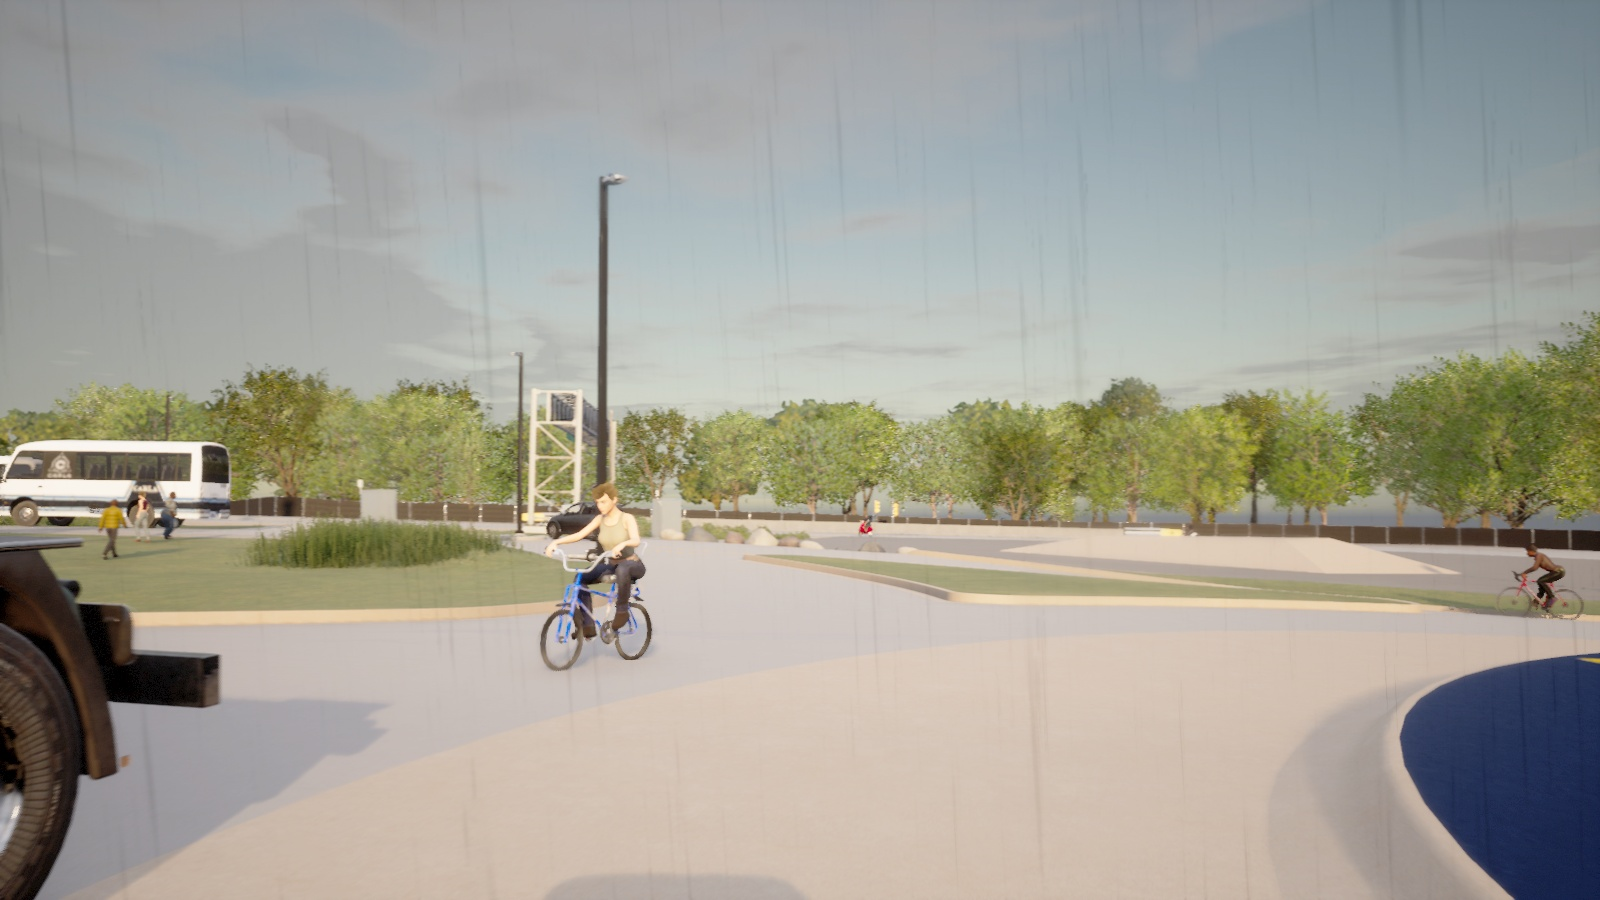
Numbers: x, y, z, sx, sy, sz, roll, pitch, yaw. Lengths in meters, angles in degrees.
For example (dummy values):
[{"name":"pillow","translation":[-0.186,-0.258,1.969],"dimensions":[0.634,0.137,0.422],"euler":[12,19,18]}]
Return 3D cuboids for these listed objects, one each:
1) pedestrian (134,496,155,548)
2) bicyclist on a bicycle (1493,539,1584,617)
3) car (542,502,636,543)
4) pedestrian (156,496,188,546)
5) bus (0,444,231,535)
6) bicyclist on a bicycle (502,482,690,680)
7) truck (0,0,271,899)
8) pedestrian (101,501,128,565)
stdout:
[{"name":"pedestrian","translation":[-23.231,2.557,44.503],"dimensions":[0.594,1.836,0.345],"euler":[-2,-3,19]},{"name":"bicyclist on a bicycle","translation":[16.188,2.785,27.532],"dimensions":[1.656,1.620,0.582],"euler":[-1,-7,37]},{"name":"car","translation":[-8.811,3.004,52.336],"dimensions":[3.988,1.617,1.851],"euler":[-2,-3,44]},{"name":"pedestrian","translation":[-23.444,2.639,46.886],"dimensions":[0.900,1.855,0.874],"euler":[0,-3,-14]},{"name":"bus","translation":[-33.996,1.975,61.610],"dimensions":[10.273,4.253,3.944],"euler":[0,-3,2]},{"name":"bicyclist on a bicycle","translation":[-1.768,1.112,11.115],"dimensions":[0.866,1.612,1.509],"euler":[-2,-3,31]},{"name":"truck","translation":[-4.637,-0.115,1.626],"dimensions":[2.891,3.462,7.936],"euler":[-1,-1,17]},{"name":"pedestrian","translation":[-19.958,2.414,36.575],"dimensions":[0.370,1.835,0.726],"euler":[0,-3,-1]}]
